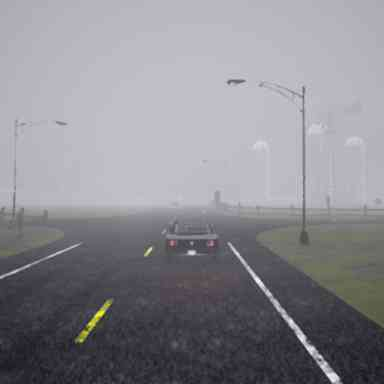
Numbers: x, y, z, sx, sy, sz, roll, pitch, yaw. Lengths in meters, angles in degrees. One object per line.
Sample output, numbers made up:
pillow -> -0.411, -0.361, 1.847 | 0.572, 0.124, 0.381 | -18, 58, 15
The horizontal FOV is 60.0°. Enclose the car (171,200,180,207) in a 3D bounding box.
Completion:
car -> -3.502, 2.452, 71.458 | 1.994, 1.385, 4.181 | 0, -1, 0

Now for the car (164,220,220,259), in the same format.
car -> 0.012, 1.754, 13.260 | 1.895, 1.301, 4.718 | 0, -1, 0
